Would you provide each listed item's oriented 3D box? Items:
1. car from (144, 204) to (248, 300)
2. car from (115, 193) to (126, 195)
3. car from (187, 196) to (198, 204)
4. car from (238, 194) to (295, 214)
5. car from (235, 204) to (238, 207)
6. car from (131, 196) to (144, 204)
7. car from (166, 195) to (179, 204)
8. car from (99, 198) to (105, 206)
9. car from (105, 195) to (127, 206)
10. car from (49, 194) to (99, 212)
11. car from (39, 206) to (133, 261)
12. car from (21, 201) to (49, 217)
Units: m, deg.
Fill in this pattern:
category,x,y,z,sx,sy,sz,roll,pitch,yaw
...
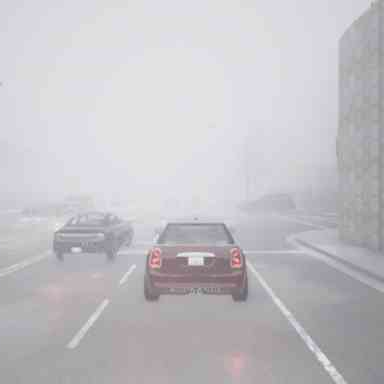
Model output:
category,x,y,z,sx,sy,sz,roll,pitch,yaw
car,0.084,1.349,8.522,2.097,1.767,4.553,0,0,0
car,-14.021,1.198,64.474,2.150,2.045,5.566,0,0,1
car,0.103,1.456,59.652,1.882,1.535,5.008,0,0,0
car,8.084,1.208,35.369,5.566,2.045,2.150,0,0,0
car,7.708,1.533,38.856,5.357,1.411,2.033,0,0,-1
car,-10.521,1.524,64.354,2.033,1.411,5.357,0,0,1
car,-3.394,1.331,57.551,2.097,1.767,4.553,0,0,0
car,-14.094,1.529,48.787,2.033,1.411,5.357,0,0,0
car,-10.593,1.546,47.796,1.994,1.385,4.181,0,0,0
car,-10.597,1.210,30.502,2.150,2.045,5.566,0,0,0
car,-3.406,1.488,12.236,2.128,1.511,4.902,0,0,0
car,-14.097,1.536,31.658,2.033,1.411,5.357,0,0,0
